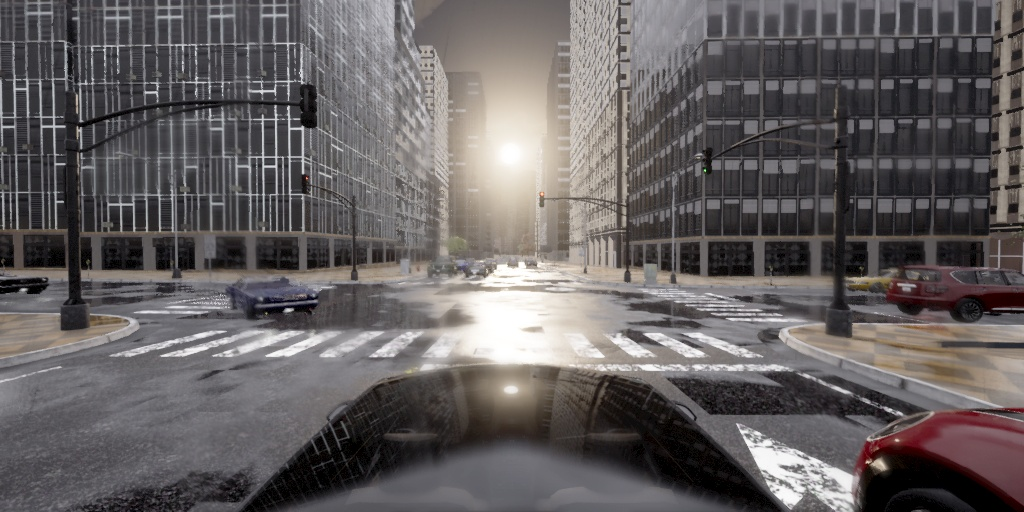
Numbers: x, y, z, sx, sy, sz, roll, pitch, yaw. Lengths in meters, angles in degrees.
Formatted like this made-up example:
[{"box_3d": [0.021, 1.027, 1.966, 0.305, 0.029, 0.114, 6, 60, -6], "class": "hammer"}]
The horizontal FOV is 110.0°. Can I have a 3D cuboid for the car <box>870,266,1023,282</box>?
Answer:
[{"box_3d": [16.226, 1.281, 12.529, 5.009, 1.841, 2.192, 0, 0, 1], "class": "car"}]

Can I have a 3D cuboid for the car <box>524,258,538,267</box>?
[{"box_3d": [3.457, 1.303, 63.386, 1.895, 1.301, 4.718, 0, 0, 0], "class": "car"}]

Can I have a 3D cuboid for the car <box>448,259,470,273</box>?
[{"box_3d": [-6.458, 1.201, 44.155, 1.882, 1.535, 5.008, 0, 0, 0], "class": "car"}]

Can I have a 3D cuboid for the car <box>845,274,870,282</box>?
[{"box_3d": [21.864, 1.409, 20.795, 4.829, 1.417, 1.751, 0, 0, 1], "class": "car"}]

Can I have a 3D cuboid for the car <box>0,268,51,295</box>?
[{"box_3d": [-23.804, 1.168, 15.925, 4.718, 1.301, 1.895, 1, 1, 1], "class": "car"}]

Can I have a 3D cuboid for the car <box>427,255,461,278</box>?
[{"box_3d": [-6.483, 0.954, 34.190, 2.150, 2.045, 5.566, 0, 0, 0], "class": "car"}]

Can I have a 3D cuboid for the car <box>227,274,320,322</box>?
[{"box_3d": [-8.533, 1.348, 12.693, 4.718, 1.301, 1.895, 1, 1, 43], "class": "car"}]

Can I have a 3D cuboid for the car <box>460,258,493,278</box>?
[{"box_3d": [-3.242, 1.224, 33.947, 2.128, 1.511, 4.902, 0, 0, 1], "class": "car"}]

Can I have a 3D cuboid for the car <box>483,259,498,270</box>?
[{"box_3d": [-3.170, 1.261, 53.932, 2.033, 1.411, 5.357, 0, 0, 0], "class": "car"}]

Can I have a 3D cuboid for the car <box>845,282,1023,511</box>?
[{"box_3d": [3.253, 1.102, 0.415, 2.097, 1.767, 4.553, 0, 0, 0], "class": "car"}]

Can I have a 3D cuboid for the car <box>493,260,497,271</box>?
[{"box_3d": [-3.213, 1.325, 43.228, 1.895, 1.301, 4.718, 0, 0, 0], "class": "car"}]

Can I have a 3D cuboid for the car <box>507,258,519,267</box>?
[{"box_3d": [0.206, 1.266, 63.368, 1.994, 1.385, 4.181, 0, 0, 0], "class": "car"}]
